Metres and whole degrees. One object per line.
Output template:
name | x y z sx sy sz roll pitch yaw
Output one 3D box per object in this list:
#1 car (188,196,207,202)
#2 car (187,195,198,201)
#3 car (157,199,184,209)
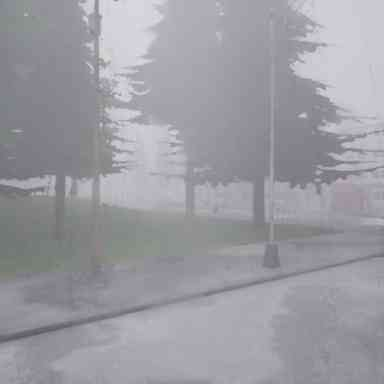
car | 1.482 1.794 87.941 4.974 1.542 2.038 0 0 -6
car | 0.137 1.551 90.417 1.845 1.501 3.633 0 0 -24
car | -3.043 1.658 46.658 1.895 1.301 4.718 0 0 -35
